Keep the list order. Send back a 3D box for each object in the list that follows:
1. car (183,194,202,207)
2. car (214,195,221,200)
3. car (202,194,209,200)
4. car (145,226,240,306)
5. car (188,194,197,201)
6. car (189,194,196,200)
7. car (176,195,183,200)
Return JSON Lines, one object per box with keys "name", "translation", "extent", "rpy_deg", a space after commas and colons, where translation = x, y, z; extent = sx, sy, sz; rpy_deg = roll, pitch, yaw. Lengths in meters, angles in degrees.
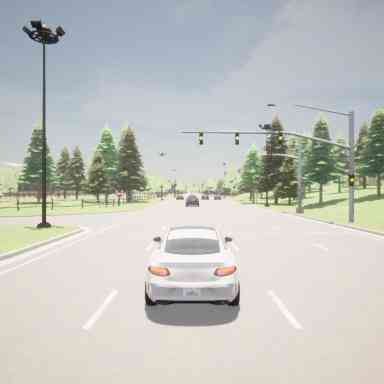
{"name": "car", "translation": [0.080, 1.352, 51.769], "extent": [2.097, 1.767, 4.553], "rpy_deg": [0, 0, 0]}
{"name": "car", "translation": [7.144, 1.525, 93.234], "extent": [2.128, 1.511, 4.902], "rpy_deg": [0, 0, 0]}
{"name": "car", "translation": [3.644, 1.355, 93.209], "extent": [2.097, 1.767, 4.553], "rpy_deg": [0, 0, 0]}
{"name": "car", "translation": [0.018, 1.526, 7.895], "extent": [1.812, 1.442, 4.674], "rpy_deg": [0, 0, 0]}
{"name": "car", "translation": [0.128, 1.348, 82.798], "extent": [2.097, 1.767, 4.553], "rpy_deg": [0, 0, 0]}
{"name": "car", "translation": [0.144, 1.332, 92.832], "extent": [1.837, 1.490, 4.892], "rpy_deg": [0, 0, 0]}
{"name": "car", "translation": [-3.356, 1.553, 93.217], "extent": [1.994, 1.385, 4.181], "rpy_deg": [0, 0, 0]}
